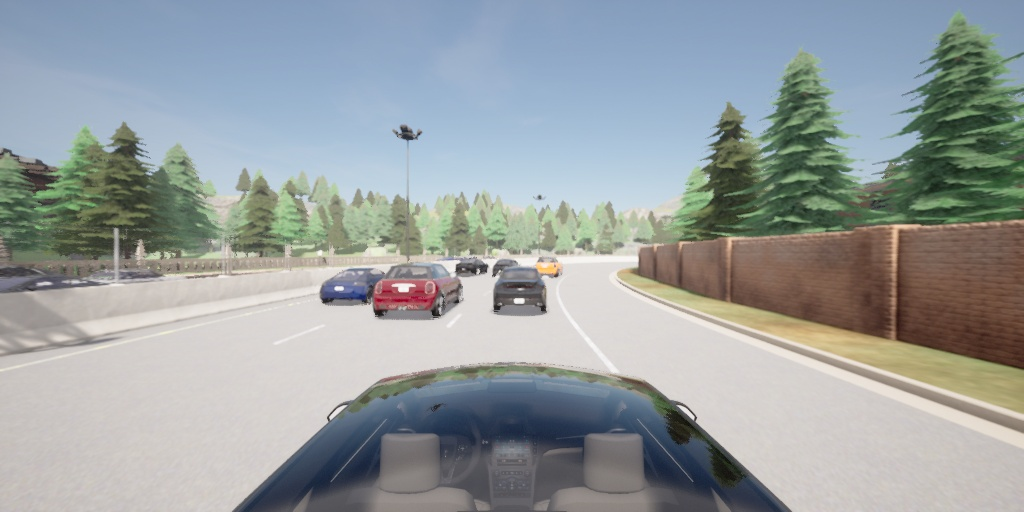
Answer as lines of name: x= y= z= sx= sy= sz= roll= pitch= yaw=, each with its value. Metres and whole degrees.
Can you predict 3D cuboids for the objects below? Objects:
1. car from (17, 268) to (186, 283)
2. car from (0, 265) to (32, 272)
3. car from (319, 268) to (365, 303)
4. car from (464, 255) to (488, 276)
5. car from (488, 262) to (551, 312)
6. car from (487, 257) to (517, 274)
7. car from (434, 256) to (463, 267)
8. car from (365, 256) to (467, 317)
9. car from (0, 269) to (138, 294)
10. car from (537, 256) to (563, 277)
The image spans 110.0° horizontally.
car: x=-17.284 y=1.235 z=15.634 sx=1.895 sy=1.301 sz=4.718 roll=0 pitch=0 yaw=4
car: x=-20.819 y=1.152 z=13.952 sx=1.837 sy=1.490 sz=4.892 roll=0 pitch=1 yaw=3
car: x=-6.478 y=1.196 z=15.762 sx=1.994 sy=1.385 sz=4.181 roll=0 pitch=0 yaw=4
car: x=-3.547 y=0.965 z=33.049 sx=1.882 sy=1.535 sz=5.008 roll=0 pitch=0 yaw=14
car: x=0.363 y=1.154 z=13.757 sx=1.837 sy=1.490 sz=4.892 roll=0 pitch=0 yaw=3
car: x=-0.323 y=1.005 z=31.542 sx=1.837 sy=1.490 sz=4.892 roll=0 pitch=0 yaw=14
car: x=-9.966 y=0.806 z=56.448 sx=1.882 sy=1.535 sz=5.008 roll=0 pitch=1 yaw=26
car: x=-3.161 y=1.008 z=12.919 sx=2.097 sy=1.767 sz=4.553 roll=0 pitch=0 yaw=3
car: x=-13.954 y=1.243 z=10.204 sx=1.994 sy=1.385 sz=4.181 roll=0 pitch=1 yaw=2
car: x=3.211 y=0.855 z=31.202 sx=2.097 sy=1.767 sz=4.553 roll=0 pitch=0 yaw=14
